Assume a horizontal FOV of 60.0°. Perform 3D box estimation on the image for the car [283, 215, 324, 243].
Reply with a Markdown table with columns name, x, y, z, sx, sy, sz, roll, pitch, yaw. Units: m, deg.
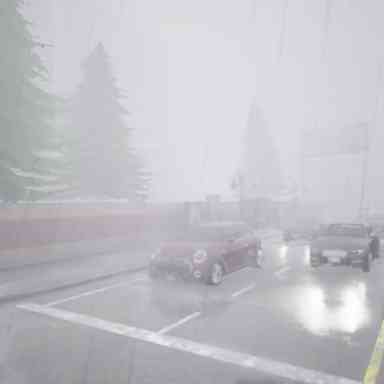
| name | x | y | z | sx | sy | sz | roll | pitch | yaw |
| --- | --- | --- | --- | --- | --- | --- | --- | --- | --- |
| car | 7.081 | 2.215 | 20.347 | 1.837 | 1.490 | 4.892 | -3 | -2 | 35 |

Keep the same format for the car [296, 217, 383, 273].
| name | x | y | z | sx | sy | sz | roll | pitch | yaw |
| --- | --- | --- | --- | --- | --- | --- | --- | --- | --- |
| car | 5.840 | 1.903 | 12.447 | 2.128 | 1.511 | 4.902 | -3 | -3 | 35 |

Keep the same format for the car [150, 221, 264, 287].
| name | x | y | z | sx | sy | sz | roll | pitch | yaw |
| --- | --- | --- | --- | --- | --- | --- | --- | --- | --- |
| car | 0.654 | 1.848 | 11.123 | 2.097 | 1.767 | 4.553 | -3 | -3 | 35 |

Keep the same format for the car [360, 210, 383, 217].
| name | x | y | z | sx | sy | sz | roll | pitch | yaw |
| --- | --- | --- | --- | --- | --- | --- | --- | --- | --- |
| car | 12.994 | 2.179 | 22.699 | 1.812 | 1.442 | 4.674 | -3 | -3 | 35 |

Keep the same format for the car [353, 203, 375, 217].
| name | x | y | z | sx | sy | sz | roll | pitch | yaw |
| --- | --- | --- | --- | --- | --- | --- | --- | --- | --- |
| car | 20.934 | 2.527 | 40.134 | 2.097 | 1.767 | 4.553 | -3 | -3 | 35 |
